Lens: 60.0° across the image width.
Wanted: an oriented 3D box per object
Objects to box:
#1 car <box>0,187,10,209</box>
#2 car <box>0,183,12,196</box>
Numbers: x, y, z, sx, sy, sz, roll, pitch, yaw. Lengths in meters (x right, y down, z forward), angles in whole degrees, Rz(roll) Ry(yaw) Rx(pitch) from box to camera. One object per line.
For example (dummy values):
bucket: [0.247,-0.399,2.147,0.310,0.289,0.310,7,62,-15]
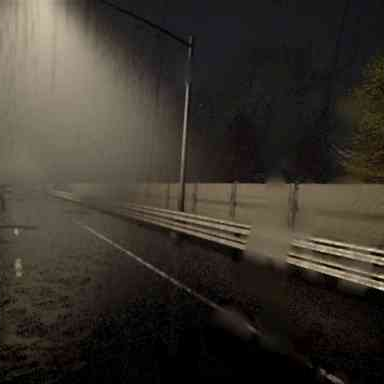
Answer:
car: [-16.956,0.586,28.543,1.837,1.490,4.892,4,0,-28]
car: [-31.706,-0.451,56.152,2.150,2.045,5.566,4,0,-28]
